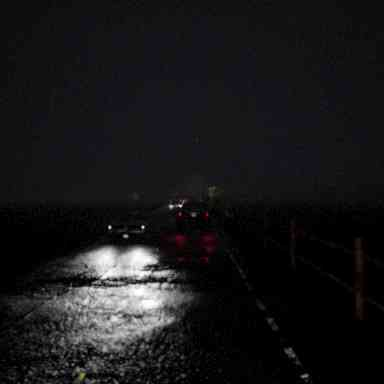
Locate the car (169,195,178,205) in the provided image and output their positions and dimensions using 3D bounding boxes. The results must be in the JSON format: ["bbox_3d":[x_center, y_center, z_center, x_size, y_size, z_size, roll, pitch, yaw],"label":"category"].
[{"bbox_3d":[-2.804,1.396,58.419,2.097,1.767,4.553,0,0,1],"label":"car"}]

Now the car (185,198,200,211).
[{"bbox_3d":[0.097,1.535,42.571,1.837,1.490,4.892,0,0,0],"label":"car"}]

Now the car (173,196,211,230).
[{"bbox_3d":[0.097,1.365,21.398,2.097,1.767,4.553,0,0,0],"label":"car"}]

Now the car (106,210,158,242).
[{"bbox_3d":[-2.852,1.611,16.605,1.895,1.301,4.718,0,0,0],"label":"car"}]
